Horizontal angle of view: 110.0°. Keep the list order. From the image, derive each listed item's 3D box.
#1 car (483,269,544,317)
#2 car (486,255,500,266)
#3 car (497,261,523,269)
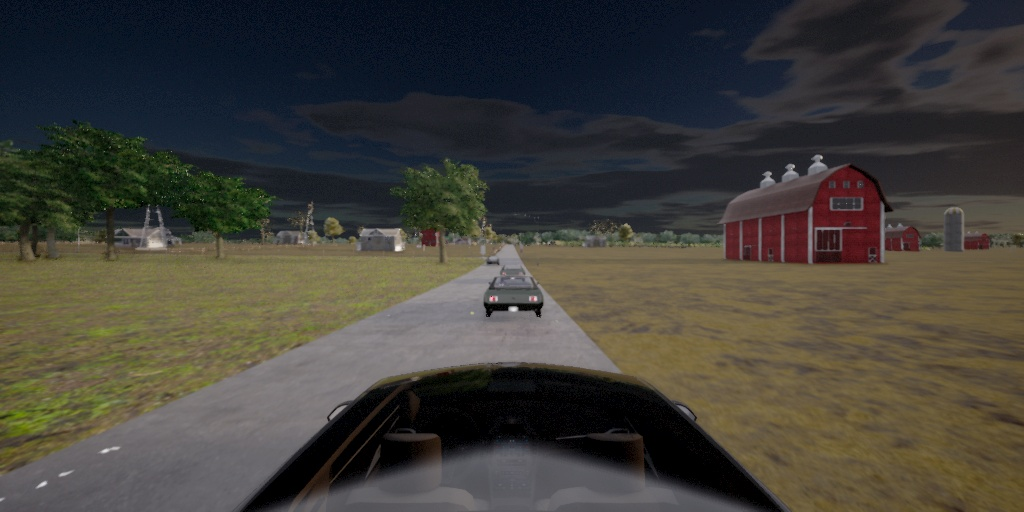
[{"bbox_3d":[0.062,1.327,13.116,1.895,1.301,4.718,0,0,0],"label":"car"},{"bbox_3d":[-2.826,0.693,53.928,1.882,1.535,5.008,0,1,0],"label":"car"},{"bbox_3d":[0.060,1.270,28.197,1.895,1.301,4.718,0,0,1],"label":"car"}]
